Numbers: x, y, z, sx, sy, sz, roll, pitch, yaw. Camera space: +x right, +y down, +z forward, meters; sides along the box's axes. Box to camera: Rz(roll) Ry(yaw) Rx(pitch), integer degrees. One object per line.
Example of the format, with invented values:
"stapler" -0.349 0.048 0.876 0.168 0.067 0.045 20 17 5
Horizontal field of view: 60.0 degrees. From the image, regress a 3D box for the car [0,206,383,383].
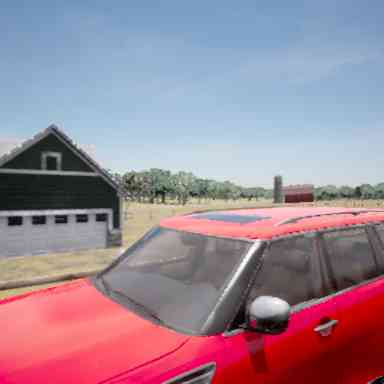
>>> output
"car" 0.504 1.216 3.433 5.566 2.045 2.150 0 0 -35
